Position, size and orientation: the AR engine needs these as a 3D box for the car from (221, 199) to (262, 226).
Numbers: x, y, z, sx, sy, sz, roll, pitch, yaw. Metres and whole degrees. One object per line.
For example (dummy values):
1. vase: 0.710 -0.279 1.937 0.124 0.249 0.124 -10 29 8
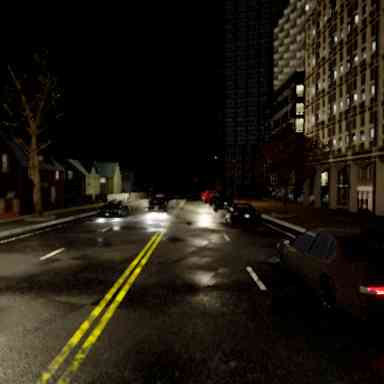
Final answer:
1. car: 3.343 1.408 22.258 1.994 1.385 4.181 0 0 0

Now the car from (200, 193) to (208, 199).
1. car: 3.207 1.065 89.122 1.895 1.301 4.718 0 0 0

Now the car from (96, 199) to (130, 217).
1. car: -6.613 1.350 28.569 2.033 1.411 5.357 0 0 0

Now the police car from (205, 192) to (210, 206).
1. police car: 3.228 1.122 45.185 1.930 1.638 5.238 0 0 0

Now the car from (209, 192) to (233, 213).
1. car: 3.233 1.119 34.041 2.097 1.767 4.553 0 0 0

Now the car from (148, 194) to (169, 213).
1. car: -3.361 1.260 33.845 2.128 1.511 4.902 0 0 0

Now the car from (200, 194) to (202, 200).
1. car: 3.218 1.175 67.114 1.895 1.301 4.718 0 0 0

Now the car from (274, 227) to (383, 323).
1. car: 3.345 1.492 7.418 2.033 1.411 5.357 0 0 0

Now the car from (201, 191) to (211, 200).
1. car: 3.212 0.739 78.116 2.150 2.045 5.566 0 0 0

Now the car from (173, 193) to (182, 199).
1. car: -3.286 0.940 76.148 1.994 1.385 4.181 0 0 0

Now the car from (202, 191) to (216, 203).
1. car: 3.223 0.855 56.108 2.150 2.045 5.566 0 0 0

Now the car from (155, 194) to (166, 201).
1. car: -6.533 1.144 69.029 1.895 1.301 4.718 0 0 0
